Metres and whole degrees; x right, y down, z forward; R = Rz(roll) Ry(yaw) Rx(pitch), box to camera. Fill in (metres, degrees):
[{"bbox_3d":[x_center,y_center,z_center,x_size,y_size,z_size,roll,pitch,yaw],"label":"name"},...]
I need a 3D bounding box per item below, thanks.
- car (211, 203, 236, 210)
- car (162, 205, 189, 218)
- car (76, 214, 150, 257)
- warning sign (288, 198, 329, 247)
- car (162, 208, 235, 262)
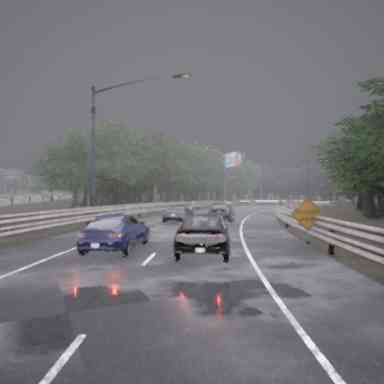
[{"bbox_3d":[2.406,1.689,26.713,1.837,1.490,4.892,0,0,12],"label":"car"},{"bbox_3d":[-1.018,1.757,27.407,1.994,1.385,4.181,0,0,12],"label":"car"},{"bbox_3d":[-2.975,1.596,13.239,1.812,1.442,4.674,0,0,5],"label":"car"},{"bbox_3d":[4.610,1.182,13.290,1.300,1.860,1.060,0,-1,5],"label":"warning sign"},{"bbox_3d":[0.465,1.555,12.444,2.128,1.511,4.902,0,0,5],"label":"car"}]
